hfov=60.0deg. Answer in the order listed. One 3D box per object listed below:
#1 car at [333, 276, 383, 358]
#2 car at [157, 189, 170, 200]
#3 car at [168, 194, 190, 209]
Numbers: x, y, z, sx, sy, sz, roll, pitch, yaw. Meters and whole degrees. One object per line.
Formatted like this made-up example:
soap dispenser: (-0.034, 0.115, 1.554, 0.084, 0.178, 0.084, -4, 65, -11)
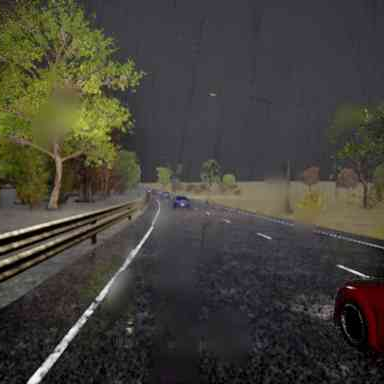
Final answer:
car: (3.422, 1.549, 3.622, 1.994, 1.385, 4.181, 0, 0, -8)
car: (-5.477, 0.665, 68.038, 2.097, 1.767, 4.553, 0, 1, -8)
car: (-1.328, 1.171, 37.990, 1.812, 1.442, 4.674, 0, 0, -8)
